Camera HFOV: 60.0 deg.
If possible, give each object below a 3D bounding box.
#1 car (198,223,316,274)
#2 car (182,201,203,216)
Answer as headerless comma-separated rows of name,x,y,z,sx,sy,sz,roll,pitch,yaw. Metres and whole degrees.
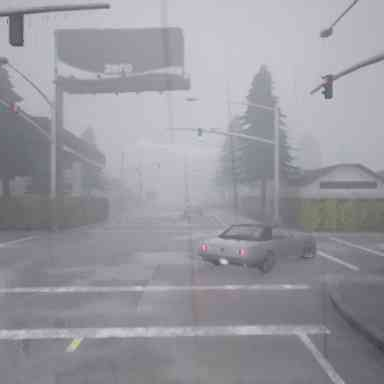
car,2.373,1.686,10.963,1.895,1.301,4.718,-1,-2,41
car,0.082,1.689,34.703,1.812,1.442,4.674,0,0,0
